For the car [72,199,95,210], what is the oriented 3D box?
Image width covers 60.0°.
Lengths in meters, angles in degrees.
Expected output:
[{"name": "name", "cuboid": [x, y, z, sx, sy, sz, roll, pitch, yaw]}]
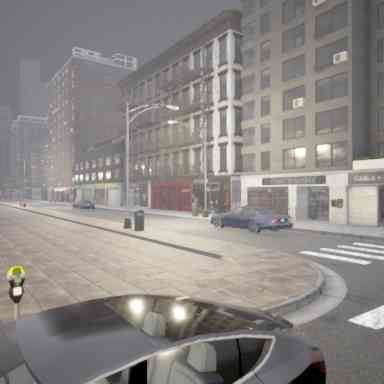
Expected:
[{"name": "car", "cuboid": [-14.764, 1.674, 45.149, 1.994, 1.385, 4.181, 0, 0, -35]}]

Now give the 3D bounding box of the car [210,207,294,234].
[{"name": "car", "cuboid": [3.345, 1.568, 19.644, 2.033, 1.411, 5.357, 0, 0, -35]}]

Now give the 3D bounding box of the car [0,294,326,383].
[{"name": "car", "cuboid": [-0.875, 1.566, 2.188, 4.313, 1.339, 1.947, 0, 0, -35]}]
